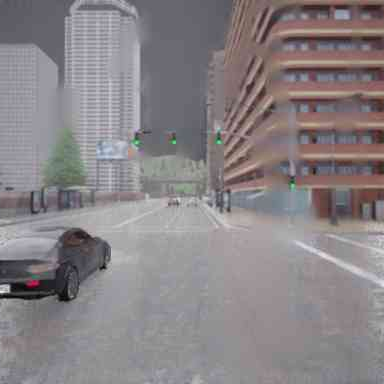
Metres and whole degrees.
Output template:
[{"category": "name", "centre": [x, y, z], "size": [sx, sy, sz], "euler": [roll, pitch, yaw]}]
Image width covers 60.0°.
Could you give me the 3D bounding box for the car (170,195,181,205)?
[{"category": "car", "centre": [-3.495, 1.678, 71.526], "size": [2.150, 2.045, 5.566], "euler": [0, 0, -2]}]

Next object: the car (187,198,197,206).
[{"category": "car", "centre": [0.007, 1.916, 61.695], "size": [1.812, 1.442, 4.674], "euler": [0, 0, 0]}]

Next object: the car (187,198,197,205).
[{"category": "car", "centre": [0.009, 1.952, 70.694], "size": [2.128, 1.511, 4.902], "euler": [0, 0, 0]}]

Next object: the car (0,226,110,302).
[{"category": "car", "centre": [-3.400, 1.577, 8.275], "size": [1.812, 1.442, 4.674], "euler": [0, 0, 0]}]

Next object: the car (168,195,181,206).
[{"category": "car", "centre": [-3.394, 1.881, 61.575], "size": [2.128, 1.511, 4.902], "euler": [0, -1, 0]}]
